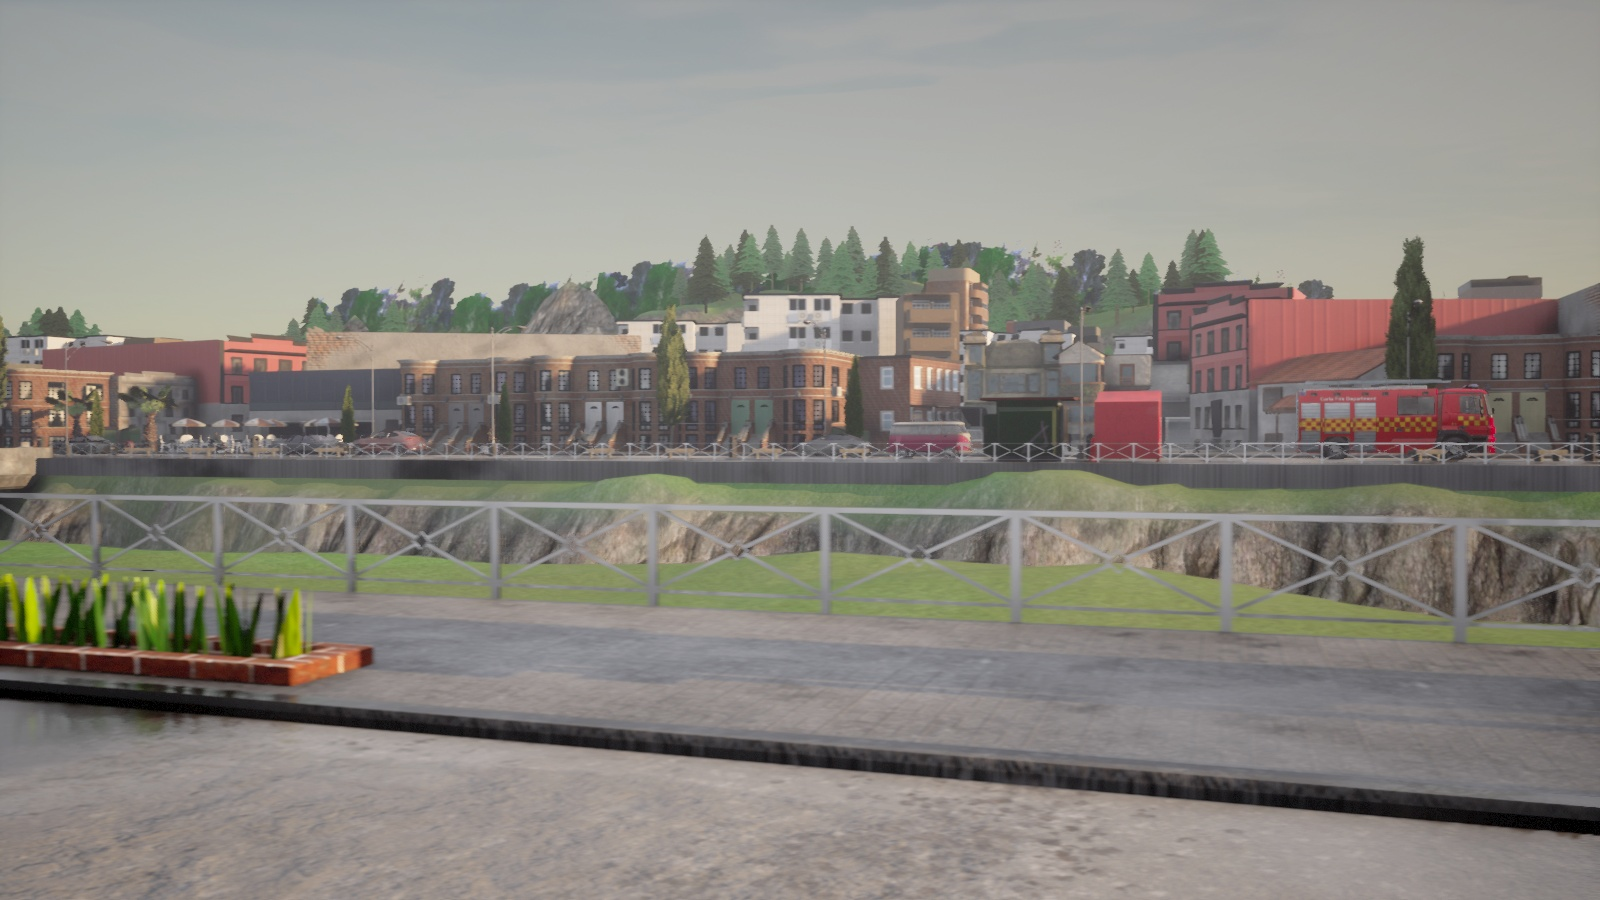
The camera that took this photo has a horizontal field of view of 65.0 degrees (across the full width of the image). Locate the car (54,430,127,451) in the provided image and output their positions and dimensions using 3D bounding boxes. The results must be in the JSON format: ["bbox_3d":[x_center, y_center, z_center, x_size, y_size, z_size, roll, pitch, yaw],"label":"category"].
[{"bbox_3d":[-47.994,-0.651,84.945,4.181,1.385,1.994,1,1,19],"label":"car"}]

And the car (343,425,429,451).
[{"bbox_3d":[-27.049,-0.812,82.120,5.027,1.651,2.152,1,1,19],"label":"car"}]

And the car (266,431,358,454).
[{"bbox_3d":[-30.764,-0.509,79.154,5.357,1.411,2.033,1,1,19],"label":"car"}]

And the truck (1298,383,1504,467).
[{"bbox_3d":[28.178,-1.182,59.325,8.468,3.827,2.891,1,1,19],"label":"truck"}]

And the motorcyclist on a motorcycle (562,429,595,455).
[{"bbox_3d":[-13.679,-0.515,77.629,1.817,1.590,0.866,1,1,19],"label":"motorcyclist on a motorcycle"}]

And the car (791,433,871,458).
[{"bbox_3d":[1.798,-0.263,72.429,4.181,1.385,1.994,1,1,19],"label":"car"}]

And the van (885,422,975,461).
[{"bbox_3d":[6.900,-0.460,66.490,4.442,1.987,1.775,1,1,19],"label":"van"}]
